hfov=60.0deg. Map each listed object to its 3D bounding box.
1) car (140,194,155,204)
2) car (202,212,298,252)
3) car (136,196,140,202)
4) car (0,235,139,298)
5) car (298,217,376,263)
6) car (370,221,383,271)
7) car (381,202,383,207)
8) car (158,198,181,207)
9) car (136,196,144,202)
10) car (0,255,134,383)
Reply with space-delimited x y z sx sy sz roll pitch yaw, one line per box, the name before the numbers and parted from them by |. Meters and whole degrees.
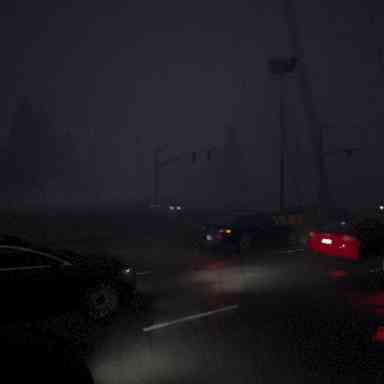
car | -8.056 1.431 65.196 2.150 2.045 5.566 0 0 -22
car | 2.551 1.595 14.129 4.674 1.442 1.812 0 0 -35
car | -11.141 1.753 74.478 1.812 1.442 4.674 0 0 -17
car | -3.319 1.495 5.659 4.902 1.511 2.128 0 0 -36
car | 6.204 1.649 12.422 4.181 1.385 1.994 0 0 -35
car | 6.920 1.551 8.640 5.008 1.535 1.882 0 0 -35
car | 35.181 1.959 58.776 4.181 1.385 1.994 0 0 -35
car | -3.763 1.746 55.956 2.033 1.411 5.357 0 0 -28
car | -13.160 1.809 84.347 1.994 1.385 4.181 0 0 -10
car | -2.943 1.495 1.626 4.892 1.490 1.837 0 0 -36
